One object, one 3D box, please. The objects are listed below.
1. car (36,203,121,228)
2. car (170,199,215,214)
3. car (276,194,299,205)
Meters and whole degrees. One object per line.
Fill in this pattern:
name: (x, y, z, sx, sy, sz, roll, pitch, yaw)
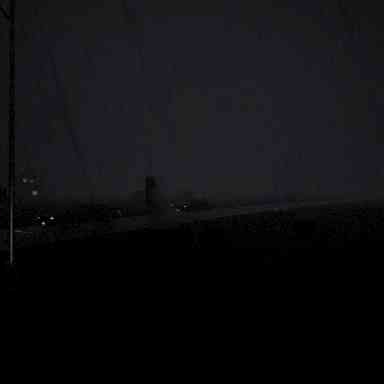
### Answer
car: (-7.018, 1.391, 21.268, 2.033, 1.411, 5.357, 0, 1, 35)
car: (0.109, 1.329, 31.266, 1.895, 1.301, 4.718, 1, 1, 38)
car: (13.926, 1.017, 48.516, 2.128, 1.511, 4.902, 1, 1, 41)
